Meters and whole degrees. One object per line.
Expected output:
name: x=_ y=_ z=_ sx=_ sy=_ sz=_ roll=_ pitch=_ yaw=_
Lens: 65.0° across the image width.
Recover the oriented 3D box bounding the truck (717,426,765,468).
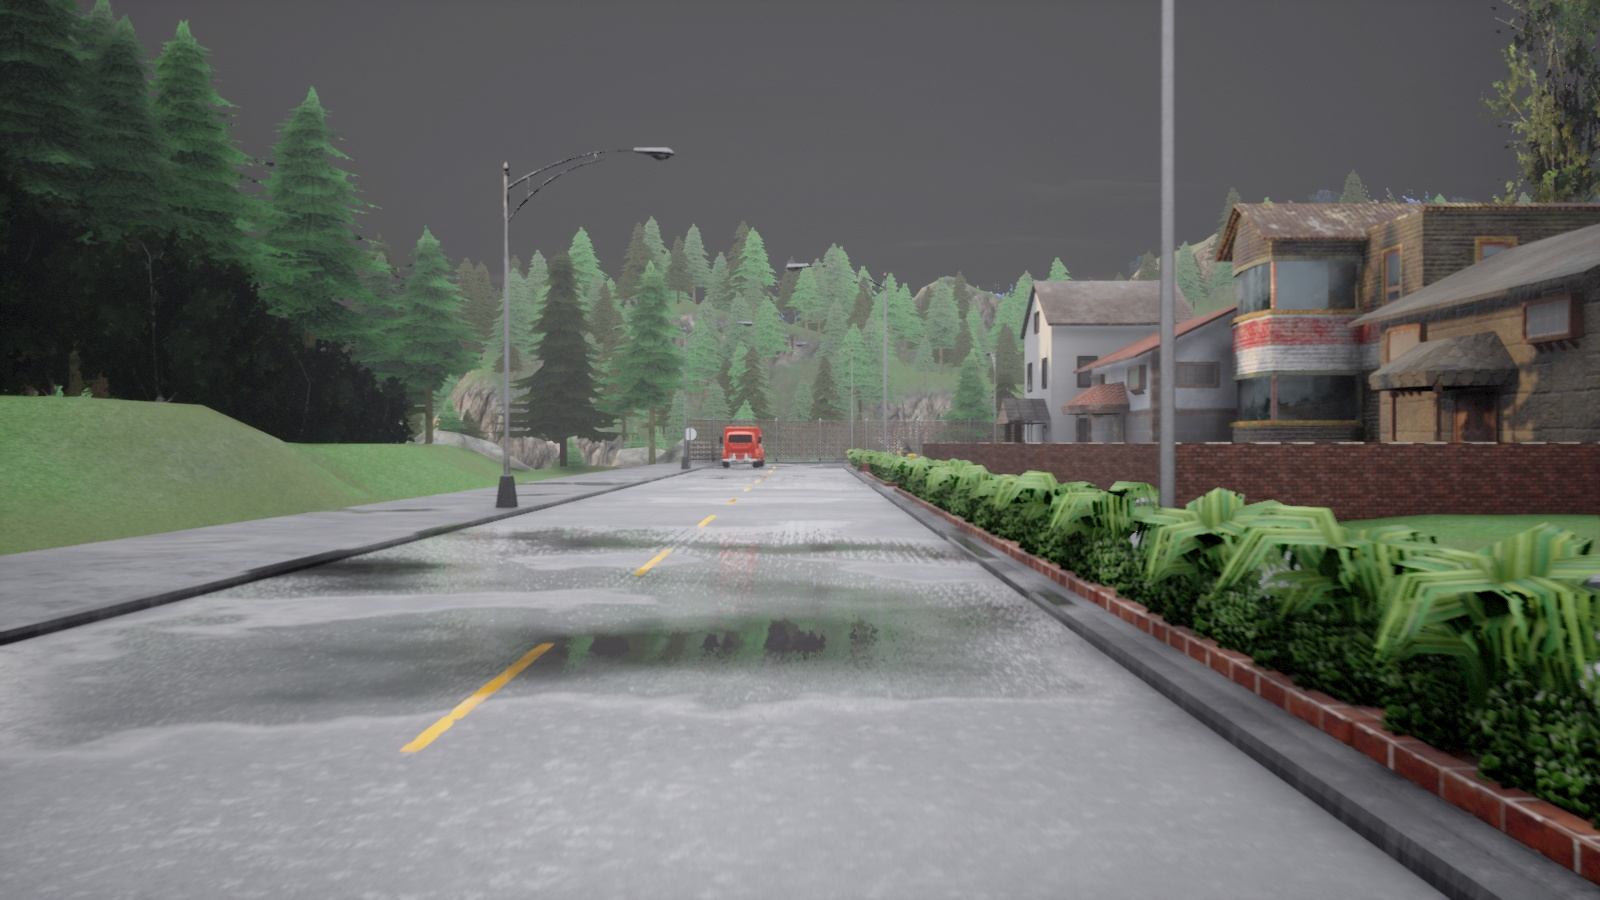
truck: x=-3.518 y=-0.173 z=76.222 sx=2.627 sy=2.467 sz=5.204 roll=0 pitch=0 yaw=0
